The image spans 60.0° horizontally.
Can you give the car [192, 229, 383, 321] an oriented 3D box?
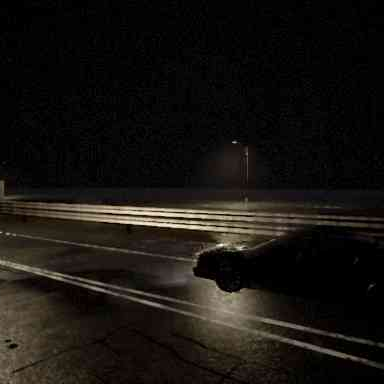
[{"bbox_3d":[2.666,1.531,7.143,5.357,1.411,2.033,0,0,32],"label":"car"}]
